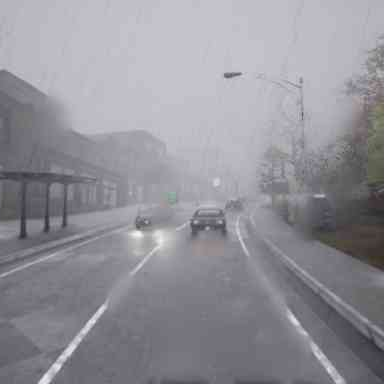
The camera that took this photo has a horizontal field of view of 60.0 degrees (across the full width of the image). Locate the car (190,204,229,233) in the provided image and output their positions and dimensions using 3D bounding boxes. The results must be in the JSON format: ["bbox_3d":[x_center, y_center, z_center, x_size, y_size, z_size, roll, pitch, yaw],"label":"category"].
[{"bbox_3d":[1.051,1.582,19.310,1.895,1.301,4.718,-1,0,6],"label":"car"}]

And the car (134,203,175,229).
[{"bbox_3d":[-2.344,1.528,21.863,1.837,1.490,4.892,-1,0,7],"label":"car"}]

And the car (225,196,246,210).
[{"bbox_3d":[5.319,1.419,41.536,1.837,1.490,4.892,-2,0,15],"label":"car"}]

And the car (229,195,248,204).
[{"bbox_3d":[8.688,1.415,62.113,2.128,1.511,4.902,-2,-1,24],"label":"car"}]
